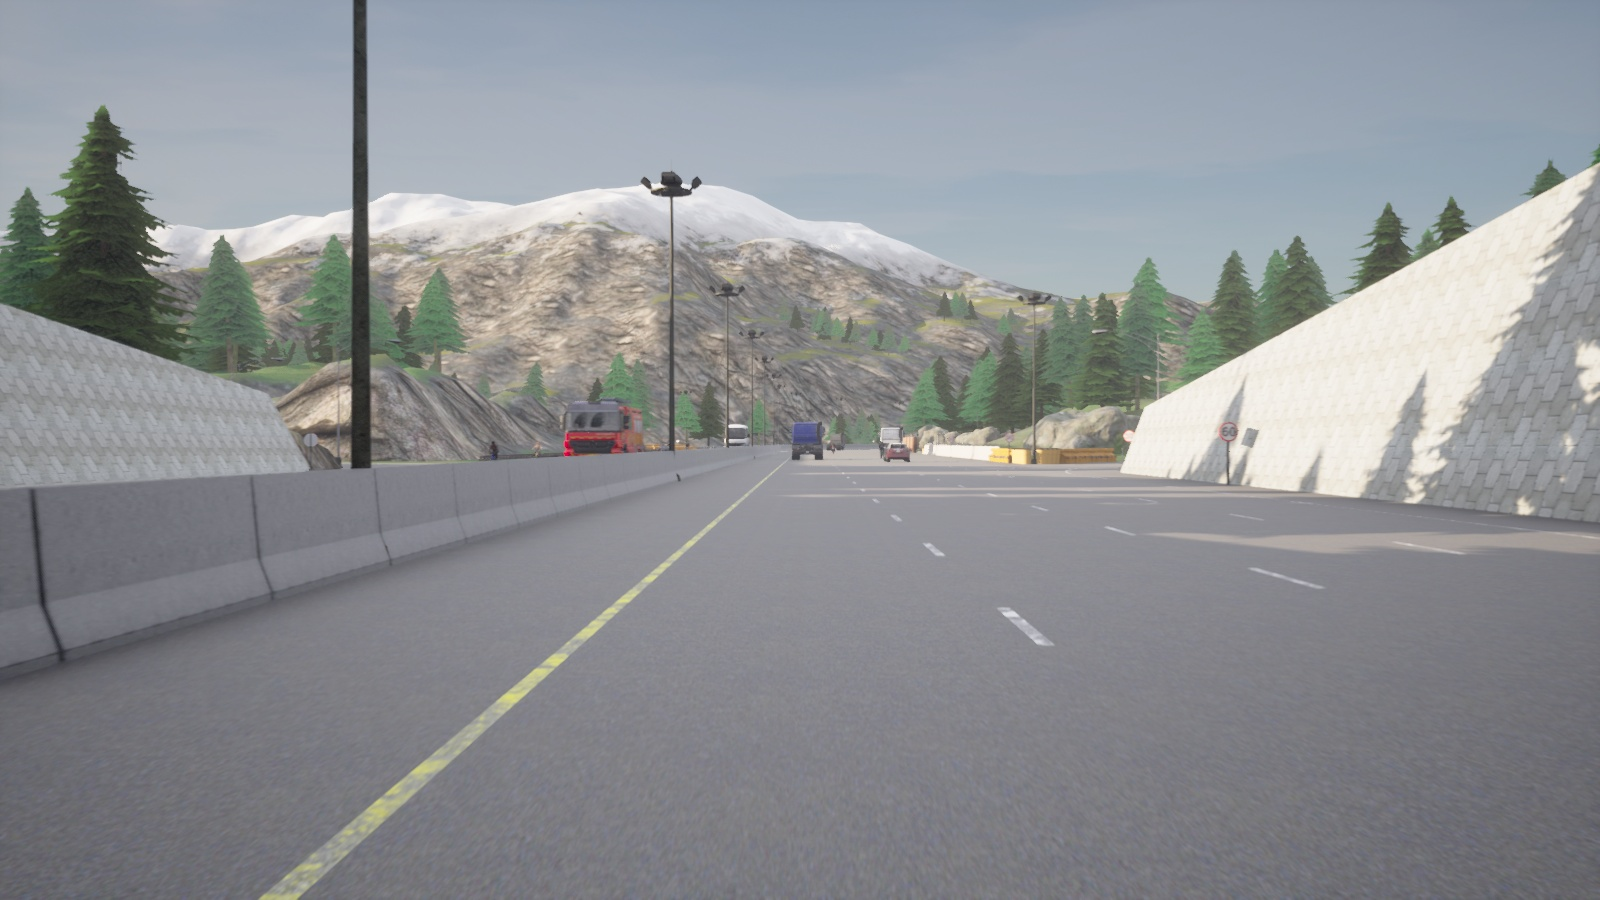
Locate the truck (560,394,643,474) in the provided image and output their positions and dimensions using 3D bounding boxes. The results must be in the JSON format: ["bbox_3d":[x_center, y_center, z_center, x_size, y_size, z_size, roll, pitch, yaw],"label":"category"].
[{"bbox_3d":[-10.115,-0.792,64.911,2.891,3.827,8.468,0,0,0],"label":"truck"}]

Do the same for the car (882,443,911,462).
[{"bbox_3d":[7.578,0.161,98.845,1.970,1.475,3.806,0,0,0],"label":"car"}]
